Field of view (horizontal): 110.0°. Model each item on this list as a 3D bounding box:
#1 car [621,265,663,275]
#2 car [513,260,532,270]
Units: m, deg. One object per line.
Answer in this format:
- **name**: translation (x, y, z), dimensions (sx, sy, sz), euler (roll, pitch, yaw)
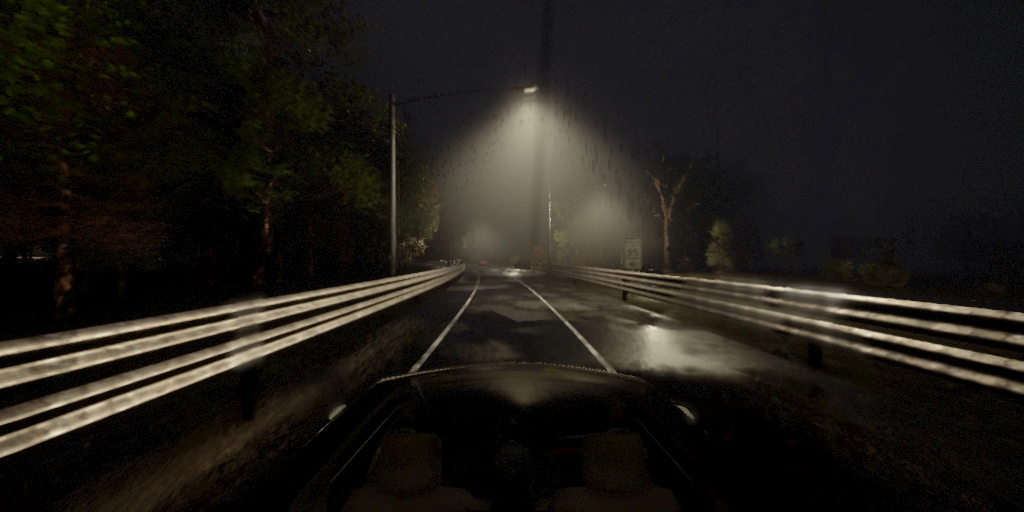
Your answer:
- **car**: translation (12.182, 1.608, 34.228), dimensions (1.837, 1.490, 4.892), euler (0, 0, -20)
- **car**: translation (1.867, 1.511, 62.312), dimensions (2.097, 1.767, 4.553), euler (2, -1, -20)
